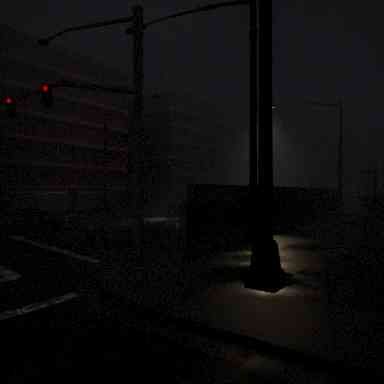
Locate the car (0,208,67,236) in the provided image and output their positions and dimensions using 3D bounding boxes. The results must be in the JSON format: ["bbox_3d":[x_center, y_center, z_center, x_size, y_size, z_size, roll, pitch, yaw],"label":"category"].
[{"bbox_3d":[-9.484,1.601,18.376,1.895,1.301,4.718,0,0,35],"label":"car"}]

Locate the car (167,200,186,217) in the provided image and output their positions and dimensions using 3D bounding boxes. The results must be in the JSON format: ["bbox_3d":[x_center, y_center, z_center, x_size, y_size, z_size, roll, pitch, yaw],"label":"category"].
[{"bbox_3d":[-0.393,1.489,31.330,2.128,1.511,4.902,0,0,35],"label":"car"}]
